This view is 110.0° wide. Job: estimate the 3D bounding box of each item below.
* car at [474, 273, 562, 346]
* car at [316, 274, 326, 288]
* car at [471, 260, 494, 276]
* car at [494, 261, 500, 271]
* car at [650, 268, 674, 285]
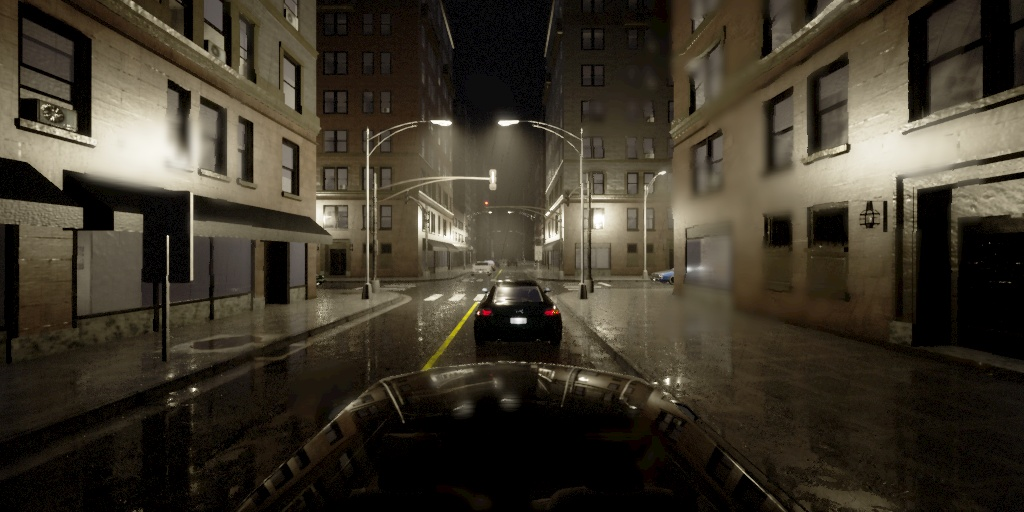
[{"bbox_3d":[0.113,1.314,9.458,1.994,1.385,4.181,0,0,-1],"label":"car"},{"bbox_3d":[-14.028,1.387,21.829,4.718,1.301,1.895,0,0,0],"label":"car"},{"bbox_3d":[-3.110,1.274,37.295,1.812,1.442,4.674,0,0,-1],"label":"car"},{"bbox_3d":[-3.098,1.293,47.823,2.033,1.411,5.357,0,0,0],"label":"car"},{"bbox_3d":[12.613,1.260,25.119,5.357,1.411,2.033,0,0,0],"label":"car"}]
